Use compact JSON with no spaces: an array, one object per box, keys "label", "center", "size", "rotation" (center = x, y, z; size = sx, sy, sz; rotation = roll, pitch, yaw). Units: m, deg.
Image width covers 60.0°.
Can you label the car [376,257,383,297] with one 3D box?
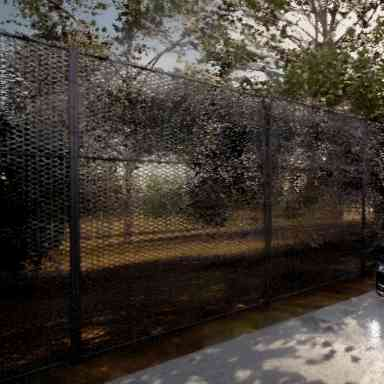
[{"label":"car","center":[5.905,1.514,7.275],"size":[4.902,1.511,2.128],"rotation":[0,0,-35]}]
